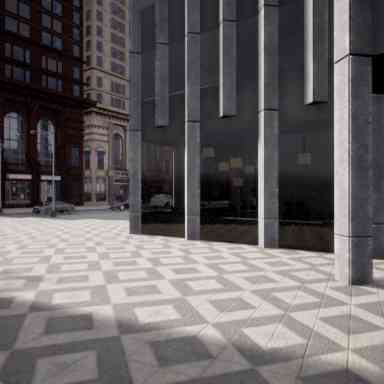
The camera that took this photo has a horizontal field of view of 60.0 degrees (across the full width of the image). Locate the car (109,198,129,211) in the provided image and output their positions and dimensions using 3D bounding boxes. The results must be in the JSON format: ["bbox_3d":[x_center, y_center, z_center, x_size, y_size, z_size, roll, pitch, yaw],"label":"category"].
[{"bbox_3d":[-8.632,1.601,43.496,1.837,1.490,4.892,0,0,36],"label":"car"}]

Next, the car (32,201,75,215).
[{"bbox_3d":[-14.589,1.631,35.167,1.994,1.385,4.181,0,0,36],"label":"car"}]
